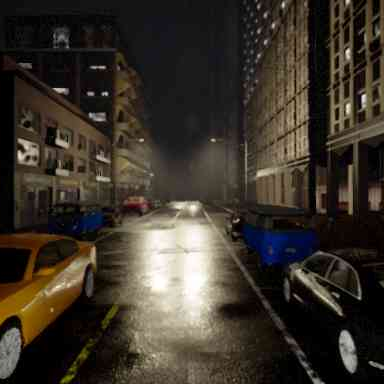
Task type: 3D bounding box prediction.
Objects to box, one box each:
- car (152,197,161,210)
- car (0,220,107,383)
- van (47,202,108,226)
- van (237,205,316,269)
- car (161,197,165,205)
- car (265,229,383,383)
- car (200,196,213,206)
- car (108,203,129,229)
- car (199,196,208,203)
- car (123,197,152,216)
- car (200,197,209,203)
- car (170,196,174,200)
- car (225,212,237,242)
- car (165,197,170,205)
[{"bbox_3d":[-5.688,1.692,44.820,1.947,1.339,4.313,0,0,0],"label":"car"},{"bbox_3d":[-3.085,1.492,5.577,1.882,1.535,5.008,0,0,0],"label":"car"},{"bbox_3d":[-5.689,1.385,16.577,1.690,1.788,3.998,0,0,0],"label":"van"},{"bbox_3d":[2.692,1.369,10.929,1.690,1.788,3.998,0,0,0],"label":"van"},{"bbox_3d":[-5.687,1.695,50.468,2.008,1.369,4.403,0,0,0],"label":"car"},{"bbox_3d":[2.691,1.564,5.279,2.008,1.369,4.403,0,0,0],"label":"car"},{"bbox_3d":[2.692,1.744,56.116,1.802,1.307,4.206,0,0,0],"label":"car"},{"bbox_3d":[-5.689,1.642,22.225,1.802,1.307,4.206,0,0,0],"label":"car"},{"bbox_3d":[2.693,1.682,78.711,1.967,1.590,4.097,0,0,0],"label":"car"},{"bbox_3d":[-5.689,1.407,33.523,2.192,1.841,5.009,0,0,0],"label":"car"},{"bbox_3d":[2.692,1.803,73.063,1.802,1.307,4.206,0,0,0],"label":"car"},{"bbox_3d":[-5.687,1.766,73.063,1.887,1.381,4.507,0,0,0],"label":"car"},{"bbox_3d":[2.691,1.609,16.577,1.947,1.339,4.313,0,0,0],"label":"car"},{"bbox_3d":[-5.688,1.706,61.595,1.752,1.417,4.829,0,0,0],"label":"car"}]
